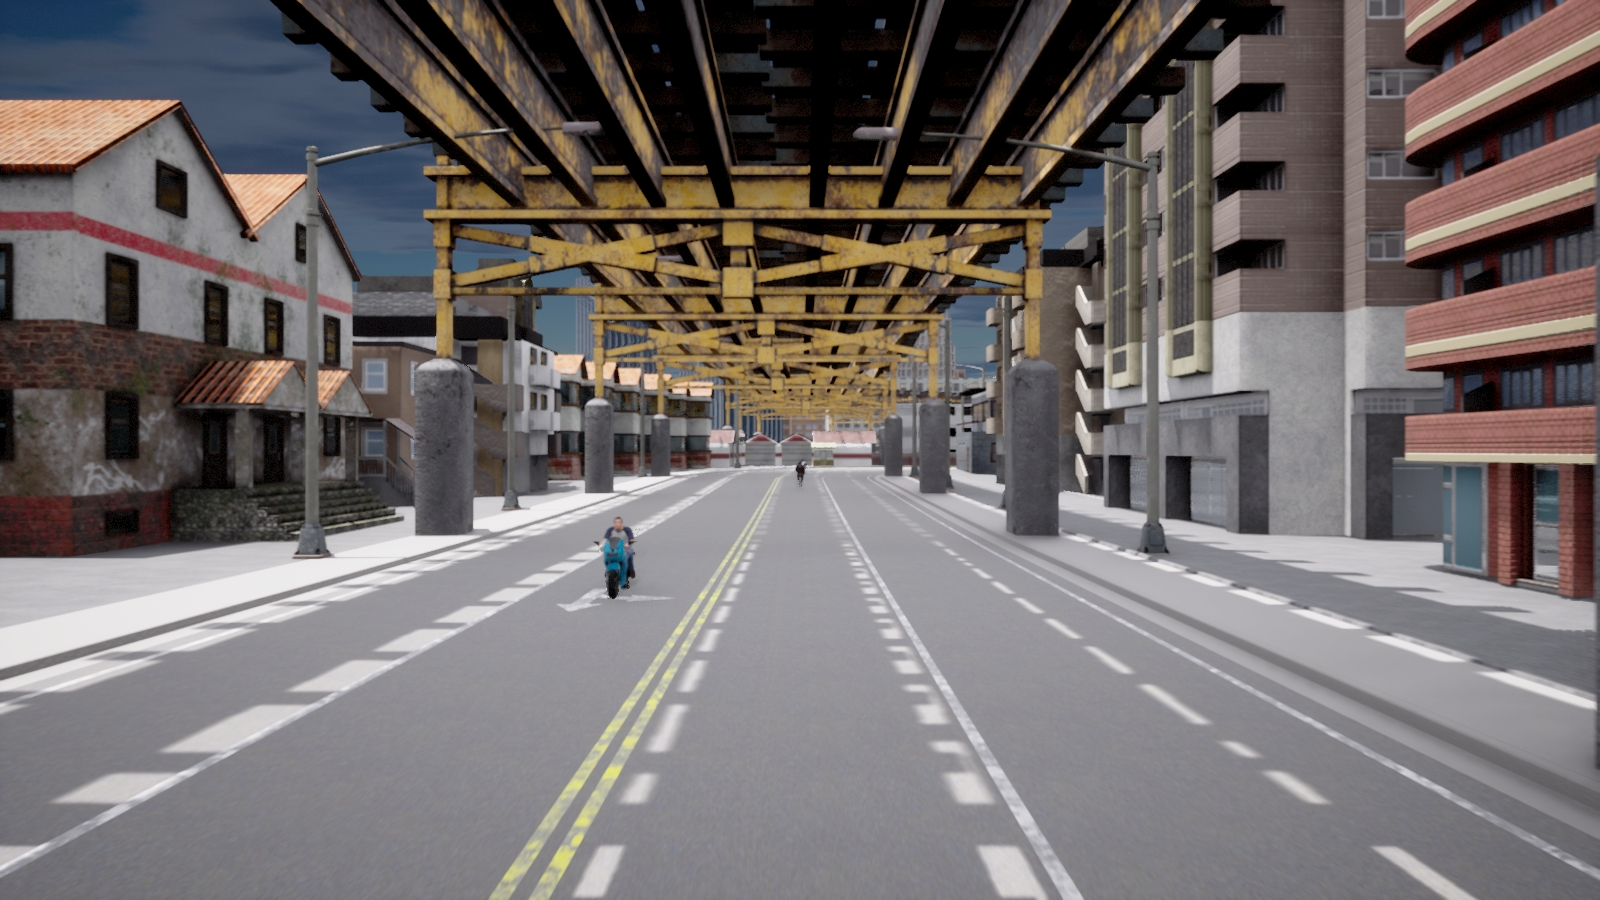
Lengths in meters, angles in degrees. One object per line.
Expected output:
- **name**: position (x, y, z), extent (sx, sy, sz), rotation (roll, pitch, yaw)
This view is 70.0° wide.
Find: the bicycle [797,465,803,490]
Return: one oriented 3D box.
- **bicycle**: position (-0.003, 1.676, 70.823), extent (0.329, 1.496, 1.835), rotation (0, 1, 0)
